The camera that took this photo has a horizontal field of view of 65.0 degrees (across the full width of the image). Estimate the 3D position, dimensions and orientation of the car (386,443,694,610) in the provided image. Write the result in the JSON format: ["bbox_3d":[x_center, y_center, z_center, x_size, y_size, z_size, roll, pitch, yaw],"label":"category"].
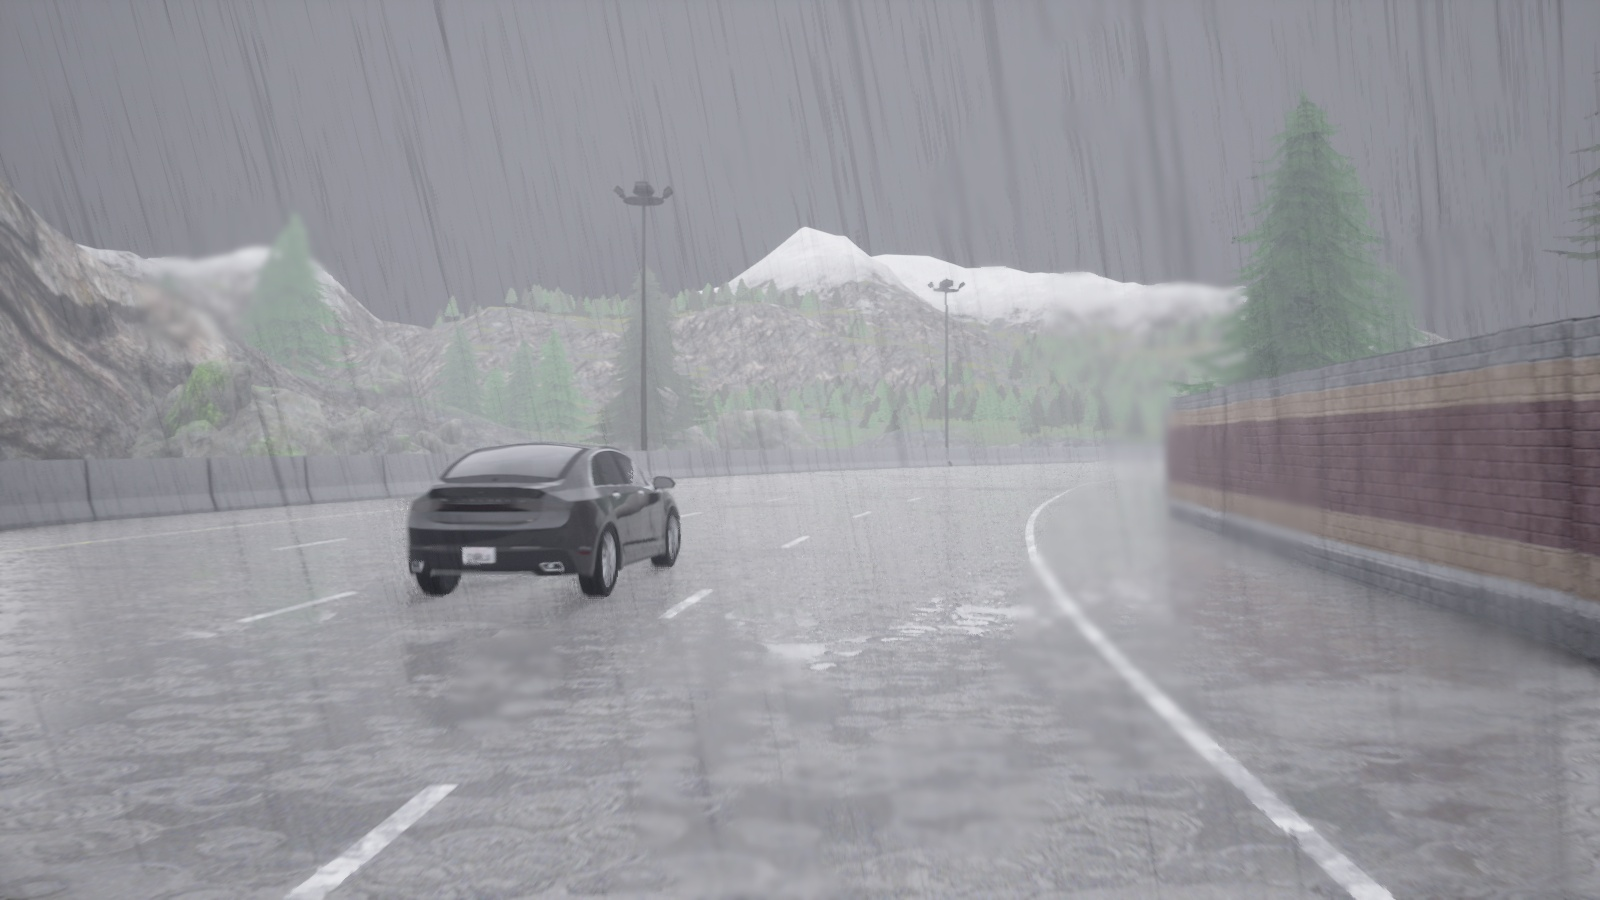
[{"bbox_3d":[-2.558,0.671,13.743,1.837,1.490,4.892,0,0,7],"label":"car"}]
